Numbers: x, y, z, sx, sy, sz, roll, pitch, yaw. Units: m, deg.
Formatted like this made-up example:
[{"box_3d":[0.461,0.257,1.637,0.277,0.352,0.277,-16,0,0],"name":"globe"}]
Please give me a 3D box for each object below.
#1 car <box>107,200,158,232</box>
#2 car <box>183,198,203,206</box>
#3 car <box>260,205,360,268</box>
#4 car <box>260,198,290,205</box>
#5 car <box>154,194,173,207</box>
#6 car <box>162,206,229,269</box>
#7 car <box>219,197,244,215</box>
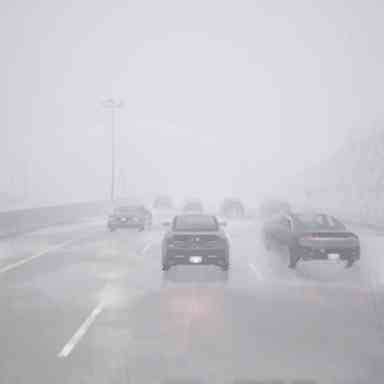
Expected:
[{"box_3d":[-3.407,1.391,19.040,2.033,1.411,5.357,0,0,0],"name":"car"},{"box_3d":[0.090,1.265,31.730,1.812,1.442,4.674,0,0,0],"name":"car"},{"box_3d":[3.597,1.401,10.866,2.128,1.511,4.902,0,0,0],"name":"car"},{"box_3d":[7.091,1.271,28.448,1.837,1.490,4.892,0,0,0],"name":"car"},{"box_3d":[-3.413,1.022,40.186,2.097,1.767,4.553,0,0,0],"name":"car"},{"box_3d":[0.096,1.416,10.737,1.837,1.490,4.892,0,0,0],"name":"car"},{"box_3d":[3.590,1.254,30.483,1.837,1.490,4.892,0,0,0],"name":"car"}]
